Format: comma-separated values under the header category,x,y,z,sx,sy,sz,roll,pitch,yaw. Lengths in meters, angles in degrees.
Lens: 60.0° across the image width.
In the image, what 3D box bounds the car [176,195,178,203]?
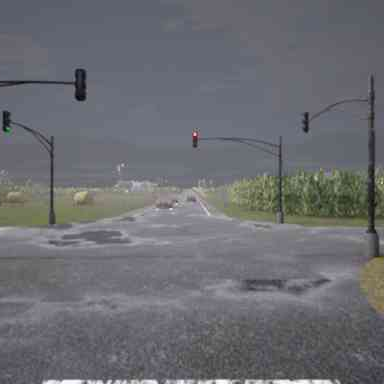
category,x,y,z,sx,sy,sz,roll,pitch,yaw
car,-3.688,1.230,63.087,2.097,1.767,4.553,0,0,0

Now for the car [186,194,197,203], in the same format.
category,x,y,z,sx,sy,sz,roll,pitch,yaw
car,-0.092,1.371,66.297,1.837,1.490,4.892,0,0,0

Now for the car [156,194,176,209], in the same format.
category,x,y,z,sx,sy,sz,roll,pitch,yaw
car,-3.695,1.282,45.115,2.097,1.767,4.553,0,0,0

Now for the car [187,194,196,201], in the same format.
category,x,y,z,sx,sy,sz,roll,pitch,yaw
car,-0.166,1.286,76.600,2.128,1.511,4.902,0,0,0
